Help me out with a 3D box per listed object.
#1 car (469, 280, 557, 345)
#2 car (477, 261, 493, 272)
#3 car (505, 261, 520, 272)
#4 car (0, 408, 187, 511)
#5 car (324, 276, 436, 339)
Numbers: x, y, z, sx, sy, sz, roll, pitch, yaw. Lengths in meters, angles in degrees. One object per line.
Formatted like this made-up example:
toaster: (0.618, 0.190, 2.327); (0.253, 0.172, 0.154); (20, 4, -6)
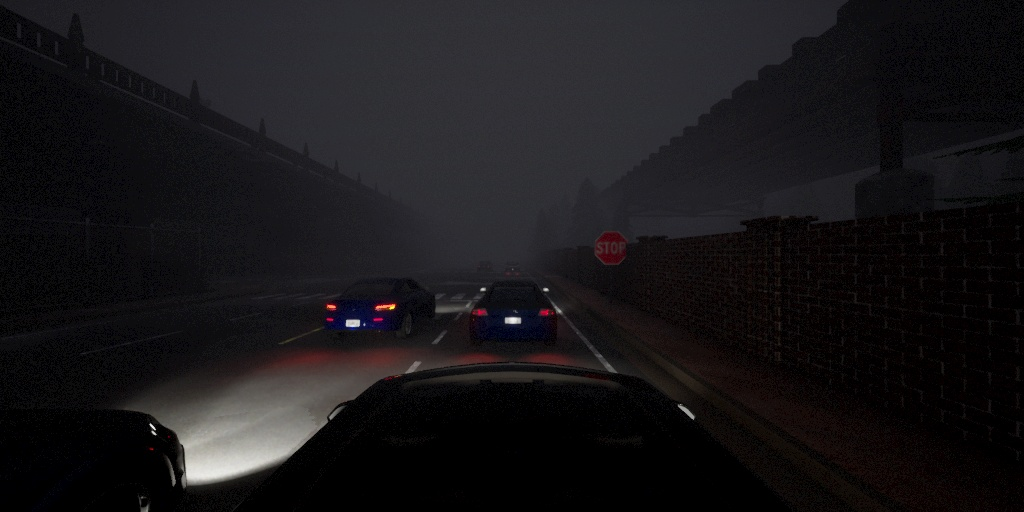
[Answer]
car: (0.062, 1.314, 9.473); (1.994, 1.385, 4.181); (0, 0, 1)
car: (-3.430, 1.297, 46.034); (2.033, 1.411, 5.357); (0, 0, -1)
car: (0.064, 1.351, 46.233); (1.895, 1.301, 4.718); (0, 0, -1)
car: (-3.399, 1.314, 0.897); (1.994, 1.385, 4.181); (0, 0, 0)
car: (-3.420, 1.276, 9.993); (1.812, 1.442, 4.674); (0, 0, 0)
